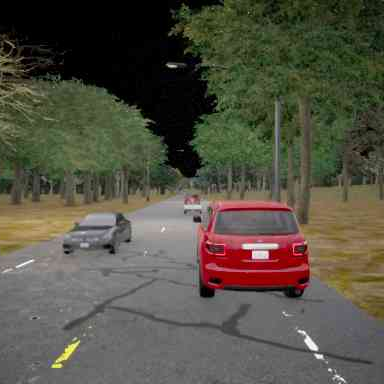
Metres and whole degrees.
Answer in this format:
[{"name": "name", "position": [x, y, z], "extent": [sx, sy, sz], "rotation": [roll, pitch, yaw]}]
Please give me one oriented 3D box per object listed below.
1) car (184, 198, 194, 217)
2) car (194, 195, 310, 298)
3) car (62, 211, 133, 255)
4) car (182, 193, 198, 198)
[{"name": "car", "position": [0.104, 1.590, 35.867], "extent": [1.895, 1.301, 4.718], "rotation": [0, 0, 0]}, {"name": "car", "position": [1.235, 1.226, 8.679], "extent": [2.150, 2.045, 5.566], "rotation": [0, 0, 0]}, {"name": "car", "position": [-3.586, 1.528, 13.428], "extent": [1.812, 1.442, 4.674], "rotation": [0, 0, 0]}, {"name": "car", "position": [0.064, 1.190, 45.832], "extent": [2.150, 2.045, 5.566], "rotation": [0, 0, 0]}]
